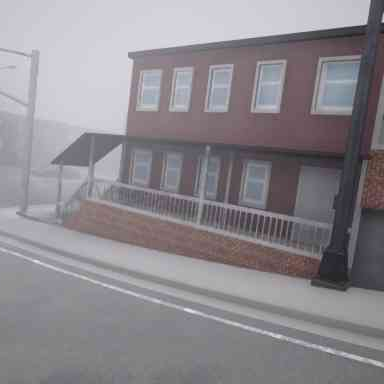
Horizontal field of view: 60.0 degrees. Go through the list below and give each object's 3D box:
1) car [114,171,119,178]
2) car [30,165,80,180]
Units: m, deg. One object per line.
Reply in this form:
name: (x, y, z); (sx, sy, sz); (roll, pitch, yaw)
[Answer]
car: (-9.328, -2.722, 49.653); (2.128, 1.511, 4.902); (11, 6, 36)
car: (-14.821, -2.143, 36.135); (2.033, 1.411, 5.357); (11, 6, 36)
